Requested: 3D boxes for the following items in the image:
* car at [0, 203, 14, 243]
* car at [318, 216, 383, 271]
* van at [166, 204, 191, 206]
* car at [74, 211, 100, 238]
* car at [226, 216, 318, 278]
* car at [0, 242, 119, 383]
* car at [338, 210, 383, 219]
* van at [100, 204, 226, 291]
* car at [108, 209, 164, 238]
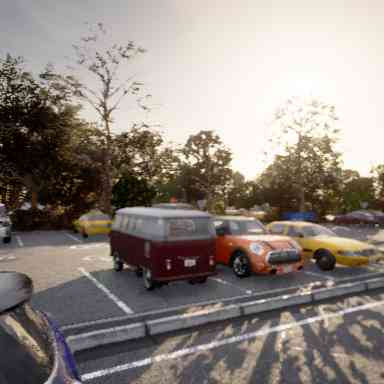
[{"bbox_3d":[-11.091,1.622,18.107,2.435,2.045,5.566,1,-1,-30],"label":"car"},{"bbox_3d":[4.207,1.805,12.527,1.946,1.575,5.366,1,-2,-30],"label":"car"},{"bbox_3d":[-1.342,1.839,23.565,1.878,1.987,4.442,1,-2,-30],"label":"van"},{"bbox_3d":[-6.232,1.960,21.120,1.946,1.575,5.366,1,-2,-30],"label":"car"},{"bbox_3d":[1.567,1.626,11.272,2.185,1.767,4.553,1,-2,-30],"label":"car"},{"bbox_3d":[-2.832,1.399,1.646,4.553,1.767,2.097,0,-1,-29],"label":"car"},{"bbox_3d":[16.669,2.757,33.925,2.002,1.452,4.674,3,-2,-30],"label":"car"},{"bbox_3d":[-1.112,1.476,9.844,1.878,1.987,4.442,1,-2,-30],"label":"van"},{"bbox_3d":[-3.921,2.010,22.437,1.946,1.575,5.366,1,-2,-30],"label":"car"}]
